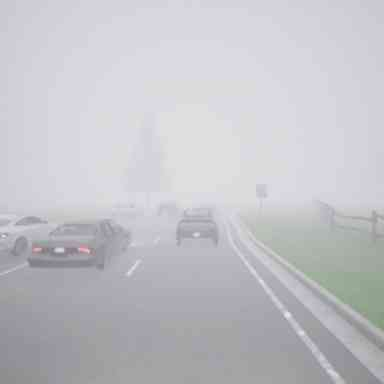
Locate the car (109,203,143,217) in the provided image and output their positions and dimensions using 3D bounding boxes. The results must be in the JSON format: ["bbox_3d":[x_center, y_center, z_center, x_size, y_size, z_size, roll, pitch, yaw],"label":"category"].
[{"bbox_3d":[-5.745,1.656,29.735,1.895,1.301,4.718,0,0,6],"label":"car"}]

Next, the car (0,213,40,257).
[{"bbox_3d":[-6.806,1.549,12.913,1.812,1.442,4.674,0,0,2],"label":"car"}]

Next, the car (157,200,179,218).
[{"bbox_3d":[-2.014,1.563,31.257,1.837,1.490,4.892,0,0,8],"label":"car"}]

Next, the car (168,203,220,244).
[{"bbox_3d":[0.313,1.521,15.895,2.128,1.511,4.902,0,0,3],"label":"car"}]

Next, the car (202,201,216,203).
[{"bbox_3d":[1.641,1.585,32.111,1.812,1.442,4.674,0,0,9],"label":"car"}]

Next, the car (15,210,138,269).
[{"bbox_3d":[-3.391,1.569,11.145,2.033,1.411,5.357,0,0,1],"label":"car"}]
